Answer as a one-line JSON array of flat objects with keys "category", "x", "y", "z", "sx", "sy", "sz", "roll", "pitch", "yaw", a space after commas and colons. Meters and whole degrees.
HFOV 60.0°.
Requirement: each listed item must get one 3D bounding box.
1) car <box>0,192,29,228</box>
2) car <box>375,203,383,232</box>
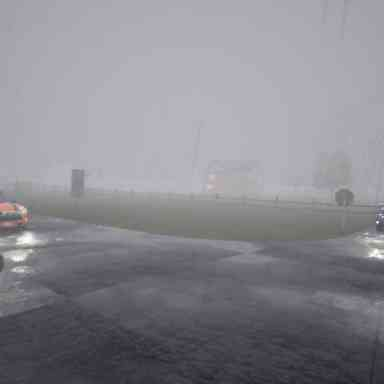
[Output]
[{"category": "car", "x": -9.548, "y": 0.719, "z": 15.612, "sx": 4.553, "sy": 1.767, "sz": 2.097, "roll": 3, "pitch": 1, "yaw": 40}, {"category": "car", "x": 12.401, "y": 1.250, "z": 19.347, "sx": 2.150, "sy": 2.045, "sz": 5.566, "roll": 2, "pitch": 1, "yaw": 41}]
